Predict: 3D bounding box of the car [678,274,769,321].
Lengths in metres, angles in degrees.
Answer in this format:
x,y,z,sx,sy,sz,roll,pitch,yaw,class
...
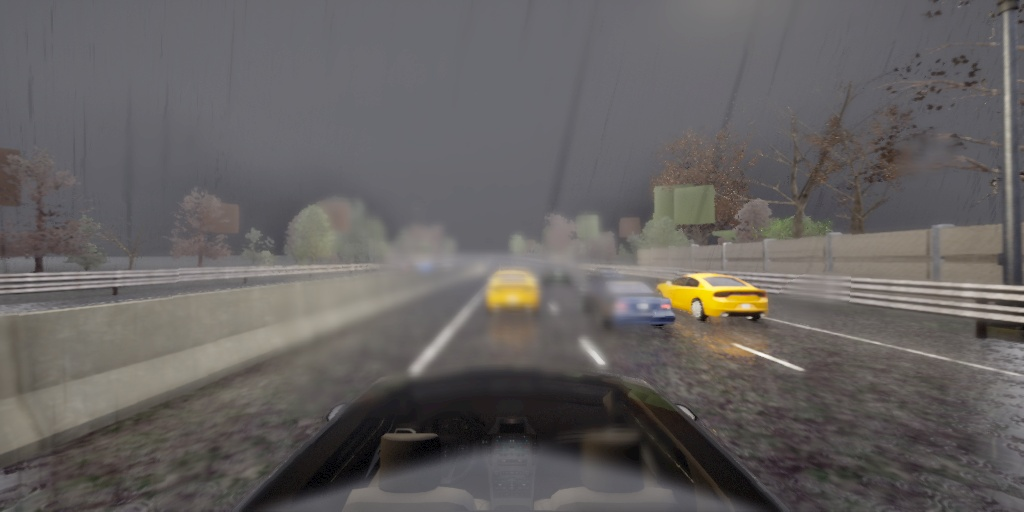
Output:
x,y,z,sx,sy,sz,roll,pitch,yaw,class
7.039,1.382,13.230,1.882,1.535,5.008,0,-1,1,car

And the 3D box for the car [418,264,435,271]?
x,y,z,sx,sy,sz,roll,pitch,yaw,class
-14.067,1.994,59.155,1.882,1.535,5.008,0,-1,0,car

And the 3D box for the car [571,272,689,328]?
x,y,z,sx,sy,sz,roll,pitch,yaw,class
3.527,1.436,11.991,2.033,1.411,5.357,0,-1,0,car

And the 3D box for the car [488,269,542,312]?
x,y,z,sx,sy,sz,roll,pitch,yaw,class
0.057,1.410,15.256,1.882,1.535,5.008,0,-1,0,car

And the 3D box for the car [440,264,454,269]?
x,y,z,sx,sy,sz,roll,pitch,yaw,class
-10.556,2.065,59.241,2.033,1.411,5.357,0,-1,0,car

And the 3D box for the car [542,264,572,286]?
x,y,z,sx,sy,sz,roll,pitch,yaw,class
3.550,1.469,29.066,2.097,1.767,4.553,0,-1,1,car

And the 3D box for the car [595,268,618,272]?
x,y,z,sx,sy,sz,roll,pitch,yaw,class
7.031,1.637,27.003,2.033,1.411,5.357,0,-1,1,car

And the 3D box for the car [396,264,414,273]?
x,y,z,sx,sy,sz,roll,pitch,yaw,class
-17.566,2.081,59.152,1.994,1.385,4.181,0,-1,0,car
